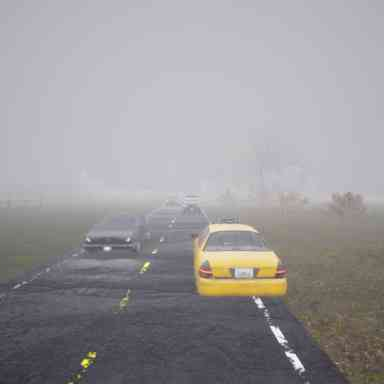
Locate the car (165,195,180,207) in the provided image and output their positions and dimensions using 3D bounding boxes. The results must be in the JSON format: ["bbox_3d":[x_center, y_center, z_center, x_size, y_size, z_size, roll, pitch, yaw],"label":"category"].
[{"bbox_3d":[-2.875,1.341,50.444,2.097,1.767,4.553,0,0,0],"label":"car"}]

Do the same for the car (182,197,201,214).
[{"bbox_3d":[-0.009,1.518,34.900,1.812,1.442,4.674,0,0,0],"label":"car"}]

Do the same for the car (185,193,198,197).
[{"bbox_3d":[-0.087,1.212,45.226,2.150,2.045,5.566,0,0,0],"label":"car"}]

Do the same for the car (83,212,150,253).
[{"bbox_3d":[-2.884,1.544,13.979,2.033,1.411,5.357,0,0,0],"label":"car"}]

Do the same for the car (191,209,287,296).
[{"bbox_3d":[0.943,1.454,8.634,1.801,1.575,5.366,0,0,0],"label":"car"}]
